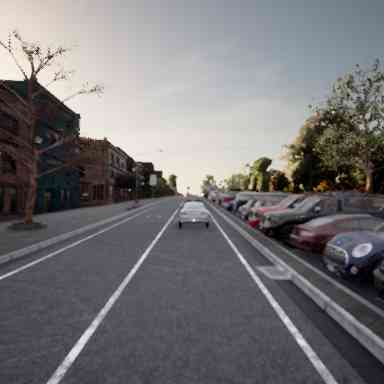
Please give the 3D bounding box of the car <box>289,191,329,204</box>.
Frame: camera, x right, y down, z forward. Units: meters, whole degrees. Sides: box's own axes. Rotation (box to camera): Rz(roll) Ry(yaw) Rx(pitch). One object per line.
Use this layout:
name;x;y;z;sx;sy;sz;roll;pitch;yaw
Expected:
car;18.698;0.846;53.342;5.566;2.045;2.435;0;0;0

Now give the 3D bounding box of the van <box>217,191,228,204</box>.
van;5.541;0.969;39.146;4.442;1.987;1.878;0;0;0

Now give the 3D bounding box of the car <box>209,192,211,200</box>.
car;5.618;1.127;53.162;4.792;1.488;2.163;0;0;0

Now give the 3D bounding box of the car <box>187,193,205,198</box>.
car;0.122;1.067;40.102;2.097;1.767;4.553;0;0;0

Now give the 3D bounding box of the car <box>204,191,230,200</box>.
car;5.665;0.748;75.585;5.566;2.045;2.435;0;0;0

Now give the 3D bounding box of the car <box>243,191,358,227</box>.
car;5.648;1.115;16.720;5.566;2.045;2.435;0;0;0

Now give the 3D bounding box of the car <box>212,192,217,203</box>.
car;5.839;1.148;44.754;5.366;1.575;1.946;0;0;0

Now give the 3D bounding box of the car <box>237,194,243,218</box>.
car;5.640;1.197;22.328;4.553;1.767;2.185;0;0;0

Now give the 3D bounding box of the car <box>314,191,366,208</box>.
car;18.707;0.920;42.325;5.566;2.045;2.435;0;0;0

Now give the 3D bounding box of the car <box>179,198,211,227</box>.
car;0.111;1.379;21.496;1.812;1.442;4.674;0;0;0

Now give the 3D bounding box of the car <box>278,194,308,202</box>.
car;18.714;1.058;61.696;5.008;1.535;2.097;0;0;0

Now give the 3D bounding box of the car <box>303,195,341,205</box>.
car;18.728;1.170;47.896;4.674;1.452;2.002;0;0;0

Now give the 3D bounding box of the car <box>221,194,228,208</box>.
car;5.633;1.267;33.542;4.792;1.488;2.163;0;0;0

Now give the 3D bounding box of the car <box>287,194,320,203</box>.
car;18.753;1.113;56.127;4.792;1.488;2.163;0;0;0

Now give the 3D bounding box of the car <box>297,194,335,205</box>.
car;18.723;1.114;50.557;5.008;1.535;2.097;0;0;0

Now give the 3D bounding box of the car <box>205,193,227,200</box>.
car;5.645;0.992;78.391;4.892;1.521;2.231;0;0;0

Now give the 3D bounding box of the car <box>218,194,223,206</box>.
car;5.631;1.245;36.345;4.792;1.488;2.163;0;0;0

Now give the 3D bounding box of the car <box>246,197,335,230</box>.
car;5.642;1.219;19.524;4.553;1.767;2.185;0;0;0

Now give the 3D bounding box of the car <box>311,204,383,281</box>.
car;5.714;1.305;8.312;4.553;1.767;2.185;0;0;0

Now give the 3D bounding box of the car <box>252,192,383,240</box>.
car;5.650;1.136;13.917;5.566;2.045;2.435;0;0;0

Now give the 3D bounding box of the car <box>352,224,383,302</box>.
car;5.678;1.453;5.510;4.892;1.521;2.231;0;0;0

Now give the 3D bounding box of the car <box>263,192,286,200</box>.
car;18.686;0.874;75.620;4.553;1.767;2.185;0;0;0

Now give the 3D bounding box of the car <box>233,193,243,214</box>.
car;5.700;1.176;25.131;4.553;1.767;2.185;0;0;0

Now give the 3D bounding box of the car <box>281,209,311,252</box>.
car;5.678;1.449;11.116;4.674;1.452;2.002;0;0;0

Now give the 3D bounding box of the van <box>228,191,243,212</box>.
van;5.550;1.054;27.933;4.442;1.987;1.878;0;0;0

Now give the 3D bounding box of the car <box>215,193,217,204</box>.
car;5.685;1.203;41.951;4.792;1.488;2.163;0;0;0

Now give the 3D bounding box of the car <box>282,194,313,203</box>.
car;18.693;1.100;58.912;4.792;1.488;2.163;0;0;0

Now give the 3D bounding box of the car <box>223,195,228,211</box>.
car;5.659;1.259;30.738;5.008;1.535;2.097;0;0;0

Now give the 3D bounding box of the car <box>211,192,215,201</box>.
car;5.646;1.131;47.554;5.008;1.535;2.097;0;0;0

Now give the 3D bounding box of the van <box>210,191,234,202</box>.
van;5.755;0.820;64.373;4.442;1.987;1.878;0;0;0

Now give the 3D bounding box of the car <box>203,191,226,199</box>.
car;5.672;0.735;83.995;5.566;2.045;2.435;0;0;0

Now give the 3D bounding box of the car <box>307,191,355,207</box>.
car;18.704;0.899;44.987;5.566;2.045;2.435;0;0;0

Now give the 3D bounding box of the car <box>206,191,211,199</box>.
car;5.671;0.819;58.766;5.566;2.045;2.435;0;0;0

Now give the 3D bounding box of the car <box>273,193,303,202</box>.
car;18.533;1.043;64.483;5.366;1.575;1.946;0;0;0

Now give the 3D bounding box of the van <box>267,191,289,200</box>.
van;18.832;0.783;72.839;4.442;1.987;1.878;0;0;0

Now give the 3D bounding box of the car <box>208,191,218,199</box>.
car;5.640;1.084;55.960;4.892;1.521;2.231;0;0;0
